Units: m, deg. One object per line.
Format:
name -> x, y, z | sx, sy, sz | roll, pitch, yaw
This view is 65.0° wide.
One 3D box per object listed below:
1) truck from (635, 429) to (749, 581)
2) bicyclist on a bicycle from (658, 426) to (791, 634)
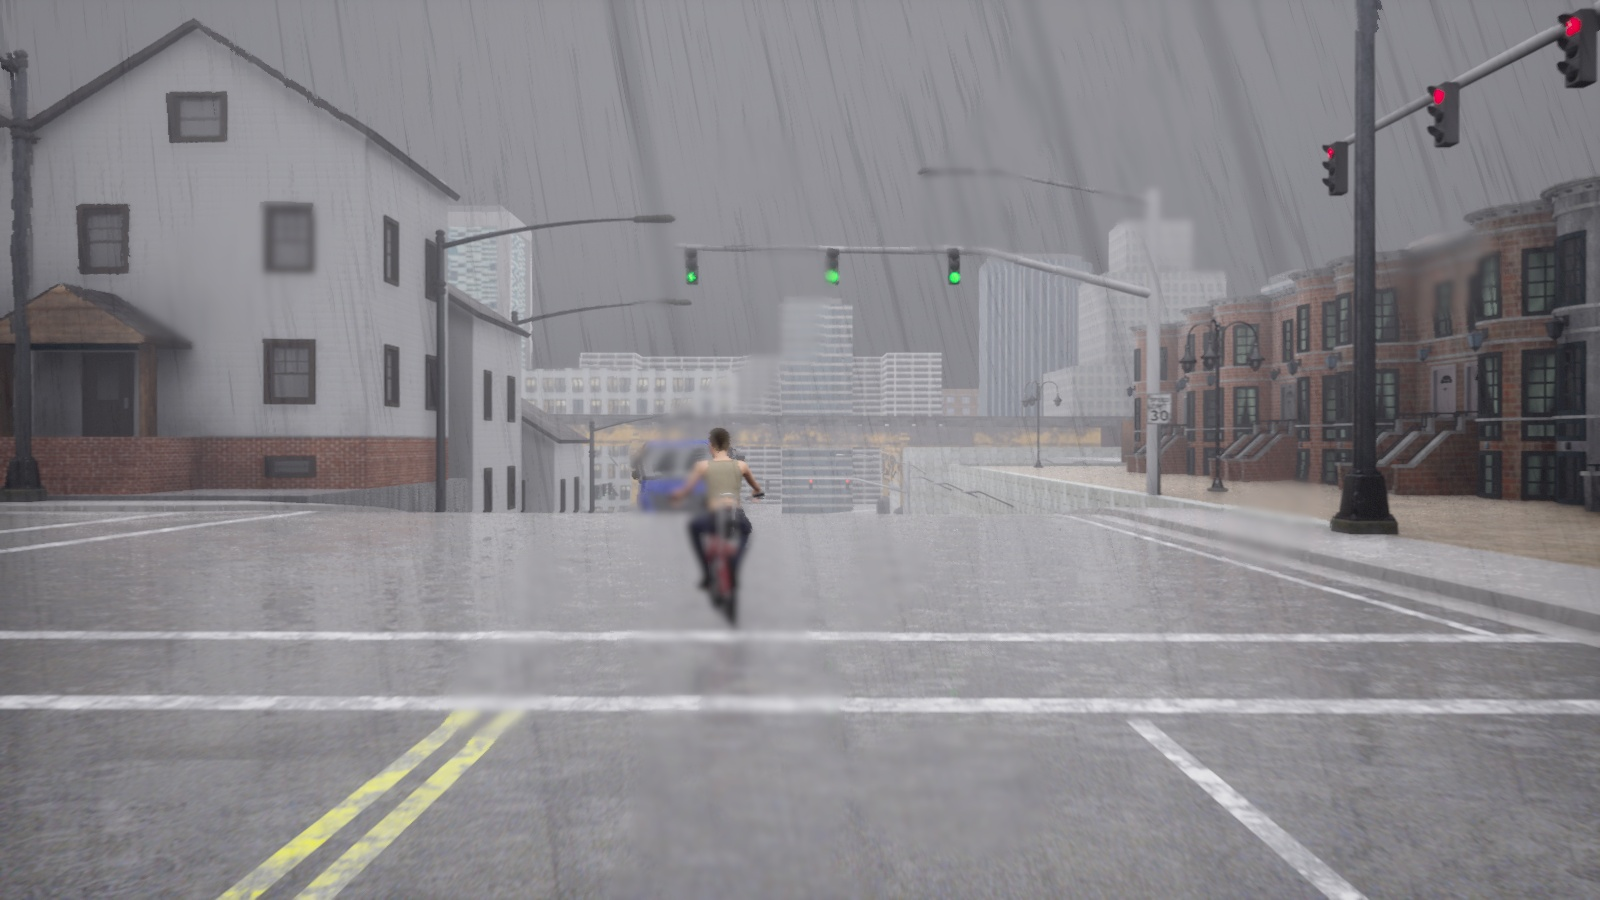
truck -> -3.266, 1.965, 40.120 | 2.891, 3.462, 7.936 | -1, -13, 0
bicyclist on a bicycle -> -0.673, 0.622, 10.656 | 0.866, 1.612, 1.509 | -2, 1, -12
